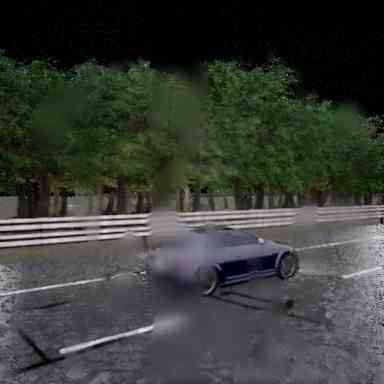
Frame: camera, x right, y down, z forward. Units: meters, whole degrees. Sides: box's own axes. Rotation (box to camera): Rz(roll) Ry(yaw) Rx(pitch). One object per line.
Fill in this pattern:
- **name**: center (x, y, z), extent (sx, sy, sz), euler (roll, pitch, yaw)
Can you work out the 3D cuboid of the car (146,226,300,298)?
- **car**: center (0.913, 1.597, 8.699), extent (4.181, 1.385, 1.994), euler (0, 0, -36)
